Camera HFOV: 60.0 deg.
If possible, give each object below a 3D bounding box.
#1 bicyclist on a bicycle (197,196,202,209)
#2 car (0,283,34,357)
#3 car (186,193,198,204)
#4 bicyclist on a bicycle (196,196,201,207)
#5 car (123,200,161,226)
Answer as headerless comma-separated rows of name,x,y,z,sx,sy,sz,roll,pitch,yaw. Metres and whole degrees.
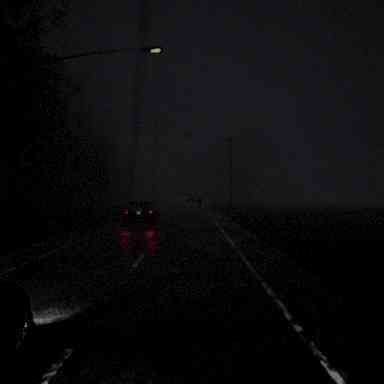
bicyclist on a bicycle,0.971,1.367,40.887,0.659,1.776,1.843,0,0,0
car,-3.402,1.564,3.378,1.994,1.385,4.181,0,0,0
car,0.014,1.218,62.350,2.150,2.045,5.566,0,0,0
bicyclist on a bicycle,0.972,1.448,49.674,0.582,1.620,1.656,0,0,0
car,-3.399,1.350,23.298,2.097,1.767,4.553,0,0,0
